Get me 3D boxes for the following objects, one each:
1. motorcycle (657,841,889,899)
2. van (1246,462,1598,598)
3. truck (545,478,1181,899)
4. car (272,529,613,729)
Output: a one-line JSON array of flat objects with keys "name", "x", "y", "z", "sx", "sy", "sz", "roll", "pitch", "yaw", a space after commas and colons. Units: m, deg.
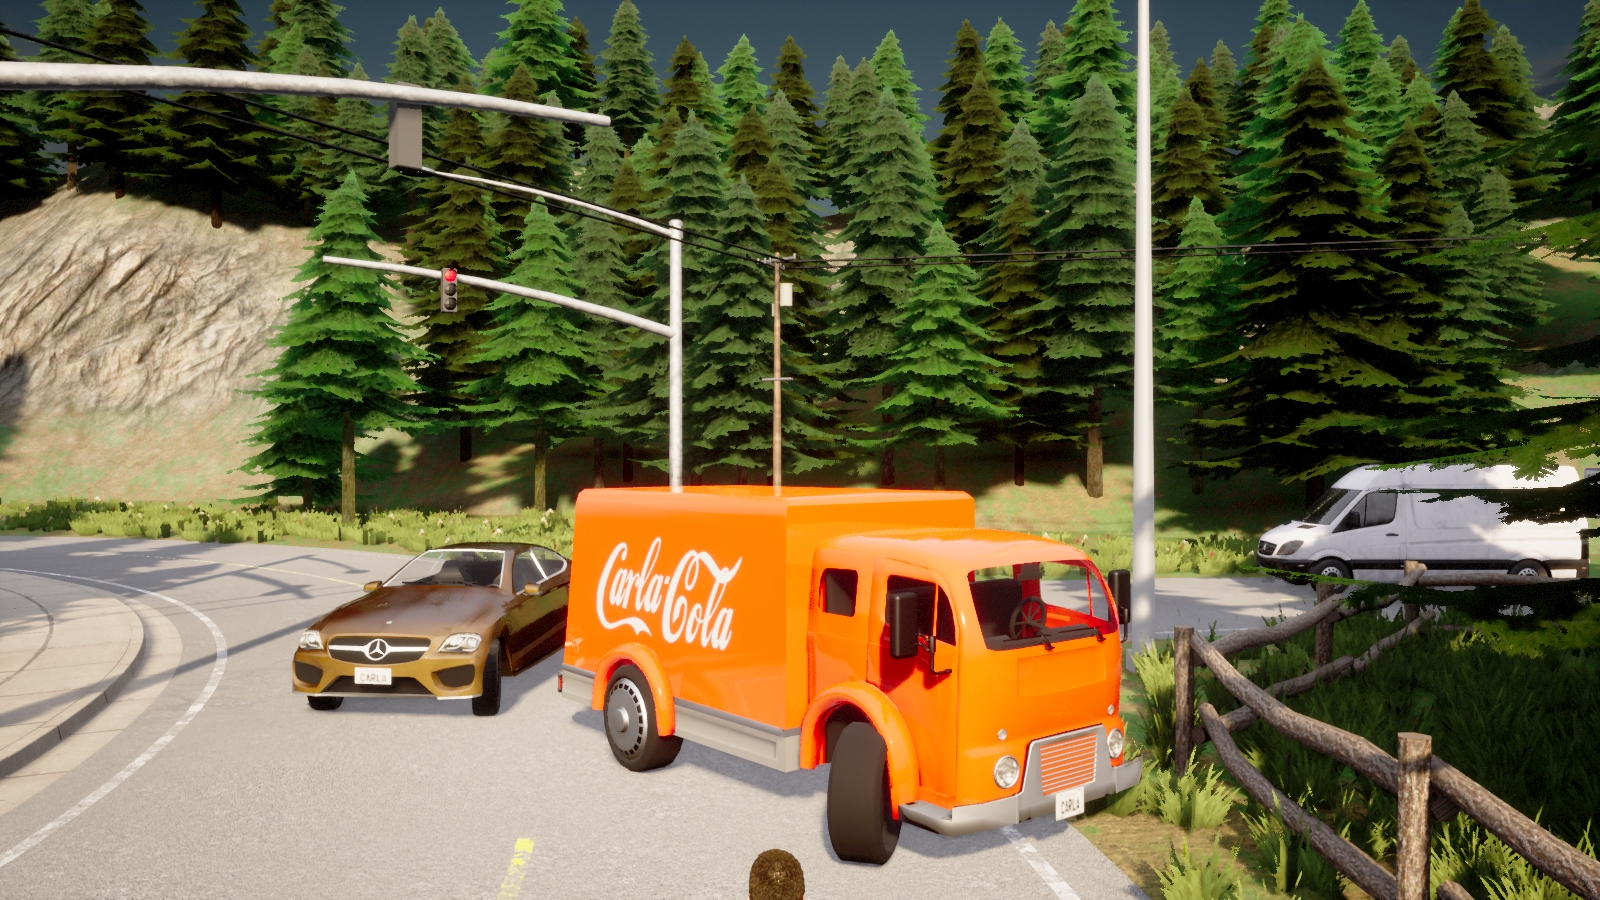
[{"name": "motorcycle", "x": -0.074, "y": 2.159, "z": 3.526, "sx": 0.803, "sy": 1.199, "sz": 2.033, "roll": 0, "pitch": 0, "yaw": -2}, {"name": "van", "x": 12.302, "y": 1.534, "z": 22.944, "sx": 5.915, "sy": 2.561, "sz": 1.988, "roll": 0, "pitch": 0, "yaw": 4}, {"name": "truck", "x": 0.202, "y": 1.542, "z": 9.769, "sx": 2.627, "sy": 2.467, "sz": 5.204, "roll": 0, "pitch": 0, "yaw": -39}, {"name": "car", "x": -4.038, "y": 1.970, "z": 14.038, "sx": 2.152, "sy": 1.651, "sz": 5.027, "roll": 0, "pitch": 0, "yaw": 6}]
